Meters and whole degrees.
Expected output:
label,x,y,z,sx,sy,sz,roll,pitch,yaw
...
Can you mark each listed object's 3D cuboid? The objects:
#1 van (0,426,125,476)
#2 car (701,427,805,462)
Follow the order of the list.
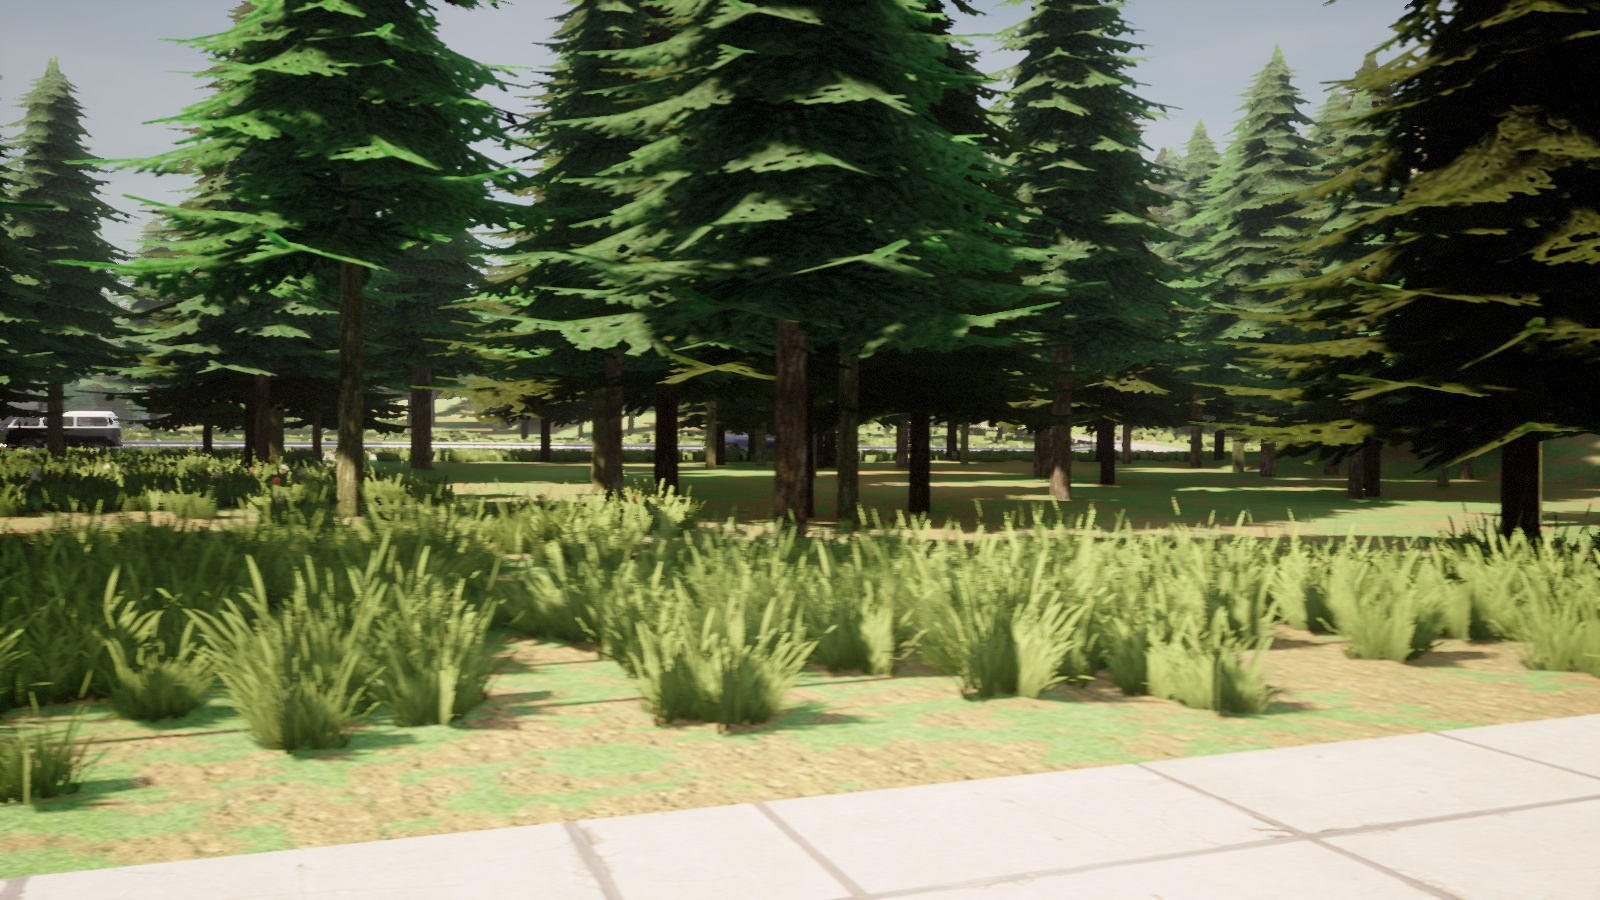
label,x,y,z,sx,sy,sz,roll,pitch,yaw
van,-31.811,0.010,54.246,4.480,2.038,2.069,-1,1,-24
car,-2.387,-0.303,63.528,4.856,1.649,2.033,-1,1,-23
